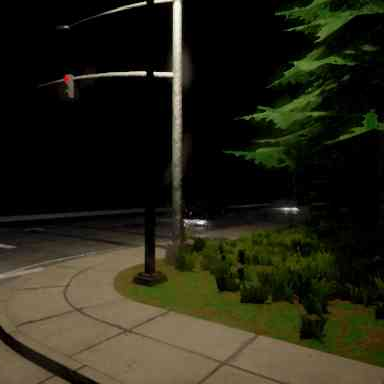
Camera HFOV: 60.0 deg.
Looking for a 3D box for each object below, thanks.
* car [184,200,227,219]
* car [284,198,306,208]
[{"bbox_3d":[1.273,1.471,28.548,1.837,1.490,4.892,0,0,35],"label":"car"},{"bbox_3d":[14.535,1.531,47.048,1.994,1.385,4.181,0,0,37],"label":"car"}]
